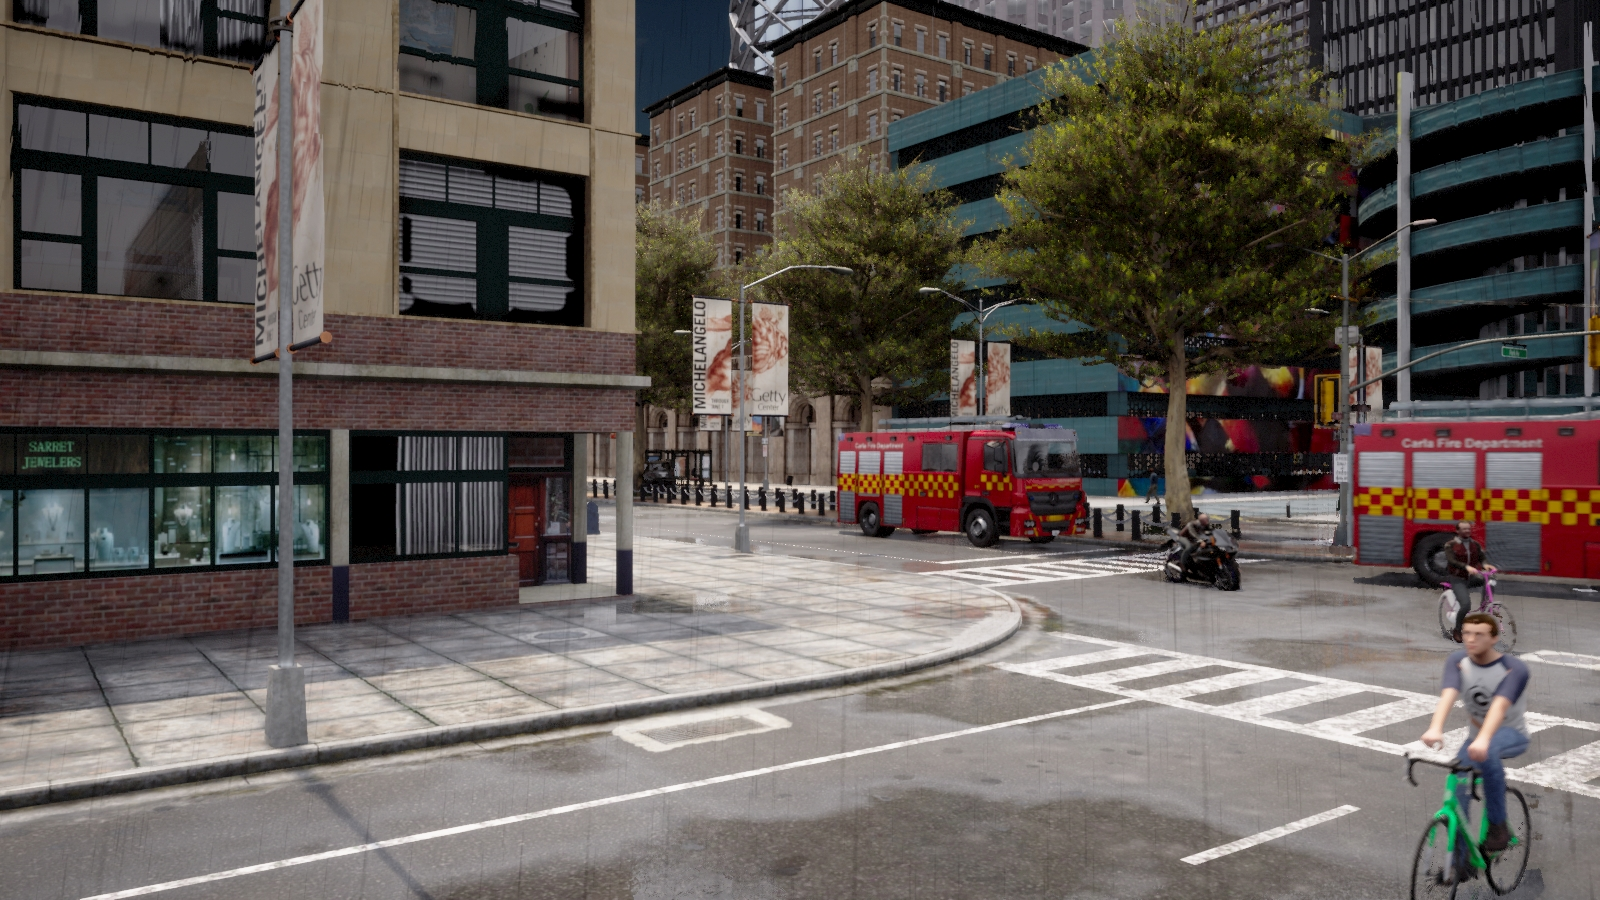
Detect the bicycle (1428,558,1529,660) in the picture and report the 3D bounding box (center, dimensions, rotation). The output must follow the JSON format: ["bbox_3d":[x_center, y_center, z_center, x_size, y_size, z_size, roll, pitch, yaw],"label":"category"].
[{"bbox_3d":[9.534,2.203,16.127,0.329,1.171,1.835,-1,0,0],"label":"bicycle"}]

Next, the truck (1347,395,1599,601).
[{"bbox_3d":[15.666,0.880,22.397,8.468,3.827,2.891,0,0,41],"label":"truck"}]

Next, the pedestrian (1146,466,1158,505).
[{"bbox_3d":[16.691,1.679,54.174,0.375,1.860,0.375,0,0,-31],"label":"pedestrian"}]

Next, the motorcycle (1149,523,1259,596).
[{"bbox_3d":[8.215,2.197,23.349,0.867,1.251,2.209,-1,0,-21],"label":"motorcycle"}]

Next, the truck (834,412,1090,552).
[{"bbox_3d":[4.745,0.881,35.550,2.891,3.827,8.468,0,0,-35],"label":"truck"}]

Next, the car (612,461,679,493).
[{"bbox_3d":[-10.469,1.766,77.065,2.150,2.045,5.566,0,0,-35],"label":"car"}]
